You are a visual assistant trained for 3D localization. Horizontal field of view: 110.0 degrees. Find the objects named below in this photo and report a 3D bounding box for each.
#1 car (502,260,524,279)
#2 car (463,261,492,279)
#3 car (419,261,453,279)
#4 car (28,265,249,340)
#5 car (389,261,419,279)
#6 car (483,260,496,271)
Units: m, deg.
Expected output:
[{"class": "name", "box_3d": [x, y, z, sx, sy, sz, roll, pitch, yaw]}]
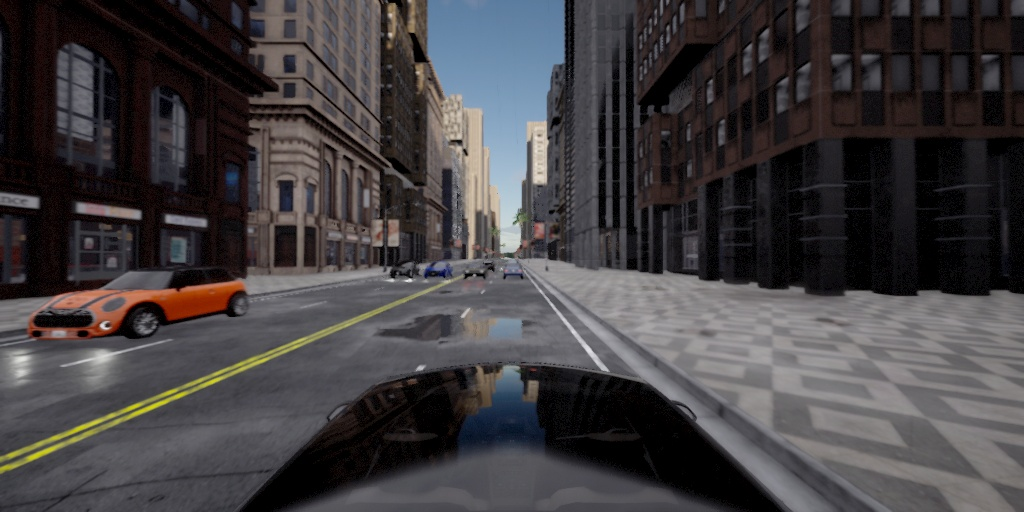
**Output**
[{"class": "car", "box_3d": [0.109, 1.299, 32.598, 2.033, 1.411, 5.357, 0, 0, 0]}, {"class": "car", "box_3d": [-3.136, 1.351, 32.224, 1.895, 1.301, 4.718, 0, 0, 0]}, {"class": "car", "box_3d": [-6.527, 1.227, 32.314, 1.882, 1.535, 5.008, 0, 0, 1]}, {"class": "car", "box_3d": [-9.832, 1.098, 10.025, 2.097, 1.767, 4.553, 0, 0, 0]}, {"class": "car", "box_3d": [-9.770, 1.255, 33.155, 1.837, 1.490, 4.892, 0, 0, 1]}, {"class": "car", "box_3d": [-3.128, 1.253, 47.915, 1.837, 1.490, 4.892, 0, 1, 0]}]
